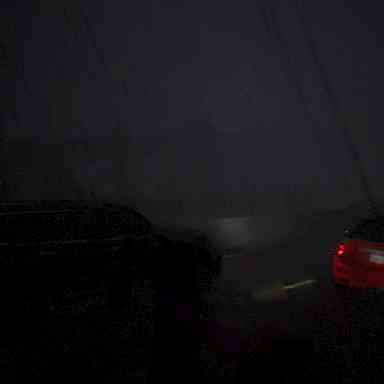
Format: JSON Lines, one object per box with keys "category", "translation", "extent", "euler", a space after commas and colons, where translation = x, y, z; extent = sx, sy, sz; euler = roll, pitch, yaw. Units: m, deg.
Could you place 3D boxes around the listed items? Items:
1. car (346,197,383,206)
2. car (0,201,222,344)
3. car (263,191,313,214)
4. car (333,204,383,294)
{"category": "car", "translation": [14.553, 1.149, 27.223], "extent": [5.008, 1.535, 1.882], "euler": [-1, 1, -35]}
{"category": "car", "translation": [-1.985, 1.196, 6.630], "extent": [5.566, 2.045, 2.150], "euler": [-1, 0, -36]}
{"category": "car", "translation": [9.351, 0.922, 32.087], "extent": [5.566, 2.045, 2.150], "euler": [-1, 0, -35]}
{"category": "car", "translation": [5.221, 1.256, 7.473], "extent": [4.553, 1.767, 2.097], "euler": [-1, 0, -36]}
